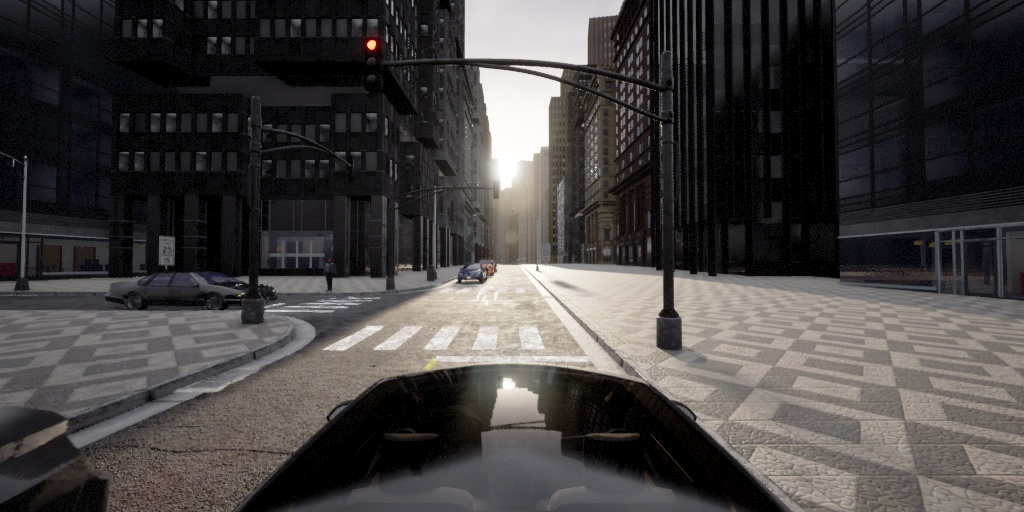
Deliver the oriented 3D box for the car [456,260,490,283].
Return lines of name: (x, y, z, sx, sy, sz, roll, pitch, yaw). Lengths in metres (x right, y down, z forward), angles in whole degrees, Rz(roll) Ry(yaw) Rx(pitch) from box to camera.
car: (-3.045, 1.289, 28.247, 1.812, 1.442, 4.674, 0, 0, 2)

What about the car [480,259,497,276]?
car: (-3.021, 1.137, 38.252, 2.097, 1.767, 4.553, 0, 0, 0)

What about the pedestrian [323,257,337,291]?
pedestrian: (-9.969, 0.974, 19.605, 0.375, 1.860, 0.375, 0, -1, 0)

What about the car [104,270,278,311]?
car: (-11.695, 1.240, 13.209, 5.357, 1.411, 2.033, 0, -1, 4)
